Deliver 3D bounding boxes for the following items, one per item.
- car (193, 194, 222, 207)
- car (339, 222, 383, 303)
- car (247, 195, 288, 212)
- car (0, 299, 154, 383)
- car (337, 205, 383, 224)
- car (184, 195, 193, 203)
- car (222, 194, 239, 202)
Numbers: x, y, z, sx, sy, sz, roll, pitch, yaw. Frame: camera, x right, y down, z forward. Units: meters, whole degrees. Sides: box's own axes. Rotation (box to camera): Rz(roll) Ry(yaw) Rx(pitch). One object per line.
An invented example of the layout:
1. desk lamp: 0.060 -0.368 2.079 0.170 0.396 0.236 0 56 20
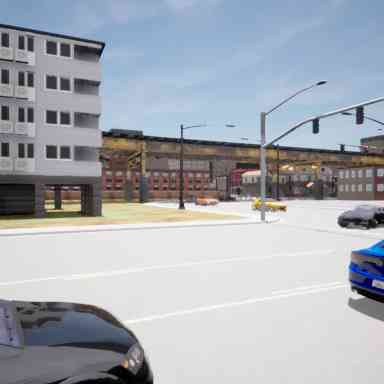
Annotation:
1. car: 2.383 1.354 52.736 2.097 1.767 4.553 0 0 -23
2. car: 5.547 1.478 6.898 5.008 1.535 1.882 0 0 -25
3. car: 8.972 1.477 38.694 1.882 1.535 5.008 0 0 -26
4. car: -2.432 1.564 2.747 4.181 1.385 1.994 0 0 -32
5. car: 11.429 1.545 21.738 5.357 1.411 2.033 0 0 -44
6. car: -0.232 1.338 68.360 2.097 1.767 4.553 0 0 9
7. car: 8.275 1.540 78.703 2.033 1.411 5.357 0 0 40
